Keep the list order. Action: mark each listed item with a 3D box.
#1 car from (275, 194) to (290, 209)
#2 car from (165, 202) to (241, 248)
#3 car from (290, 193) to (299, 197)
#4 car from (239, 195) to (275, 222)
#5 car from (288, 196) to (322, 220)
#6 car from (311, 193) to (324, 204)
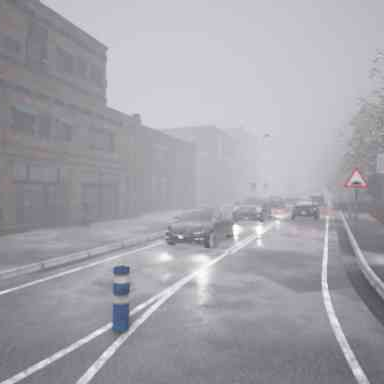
[{"bbox_3d":[8.247,1.032,33.372,1.994,1.385,4.181,0,-4,23],"label":"car"},{"bbox_3d":[0.498,1.417,14.586,1.837,1.490,4.892,0,0,22],"label":"car"},{"bbox_3d":[15.132,0.963,49.774,1.882,1.535,5.008,0,1,23],"label":"car"},{"bbox_3d":[4.428,1.141,24.121,2.097,1.767,4.553,0,1,23],"label":"car"},{"bbox_3d":[8.820,1.293,25.775,1.812,1.442,4.674,0,1,22],"label":"car"},{"bbox_3d":[18.341,0.930,48.897,1.882,1.535,5.008,0,1,23],"label":"car"}]
